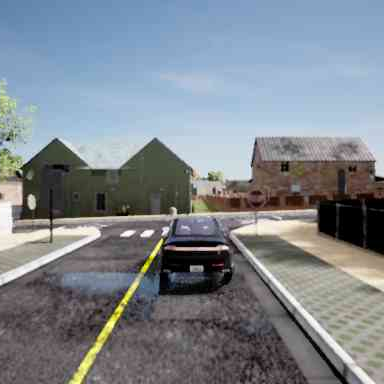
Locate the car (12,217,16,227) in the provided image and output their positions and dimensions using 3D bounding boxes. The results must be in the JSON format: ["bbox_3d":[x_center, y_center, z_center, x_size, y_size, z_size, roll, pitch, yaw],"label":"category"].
[{"bbox_3d":[-14.626,1.925,22.453,5.008,1.535,1.882,-2,0,0],"label":"car"}]

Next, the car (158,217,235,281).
[{"bbox_3d":[0.102,1.476,9.773,2.128,1.511,4.902,0,0,0],"label":"car"}]
